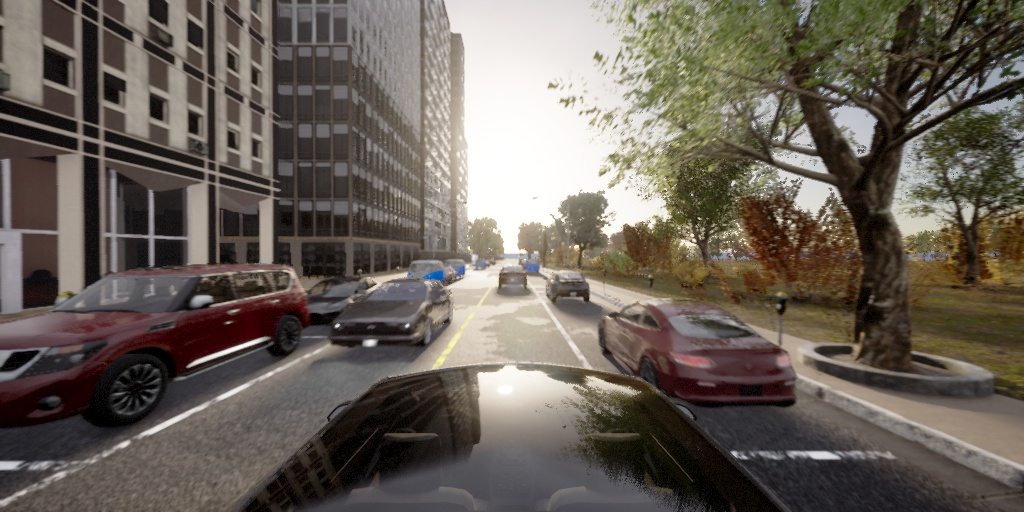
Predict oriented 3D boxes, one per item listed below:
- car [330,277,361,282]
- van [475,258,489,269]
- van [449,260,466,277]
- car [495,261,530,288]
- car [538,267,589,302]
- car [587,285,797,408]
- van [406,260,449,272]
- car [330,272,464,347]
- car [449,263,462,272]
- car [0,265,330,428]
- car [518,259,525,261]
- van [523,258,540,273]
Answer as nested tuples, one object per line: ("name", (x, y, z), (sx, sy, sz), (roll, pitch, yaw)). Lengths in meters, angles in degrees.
("car", (-5.367, 1.356, 11.431), (1.948, 1.339, 4.313), (0, 0, 0))
("van", (-5.341, 1.328, 61.361), (1.690, 1.789, 3.998), (0, 0, 0))
("van", (-5.329, 1.219, 33.621), (1.690, 1.789, 3.998), (0, 0, 0))
("car", (0.059, 1.318, 24.591), (1.882, 1.535, 5.008), (0, 0, 0))
("car", (2.560, 1.360, 17.129), (2.007, 1.370, 4.403), (0, 0, 0))
("car", (2.657, 1.348, 6.047), (1.802, 1.307, 4.207), (0, 0, 0))
("van", (-5.324, 1.175, 22.526), (1.690, 1.789, 3.998), (0, 0, 0))
("car", (-2.764, 1.330, 9.671), (2.033, 1.411, 5.357), (0, 0, 0))
("car", (-5.326, 1.438, 28.073), (1.802, 1.307, 4.207), (0, 0, 0))
("car", (-5.411, 1.083, 5.884), (2.192, 1.841, 5.009), (0, 0, 0))
("car", (0.052, 1.395, 39.969), (2.128, 1.511, 4.902), (0, 0, 0))
("van", (2.547, 1.261, 44.834), (1.690, 1.789, 3.998), (0, 0, 0))
